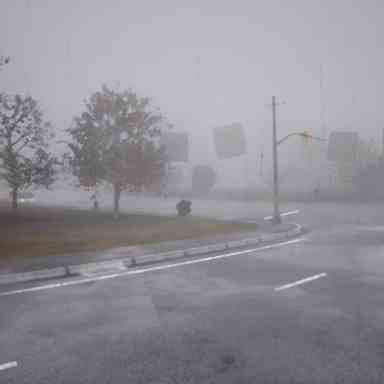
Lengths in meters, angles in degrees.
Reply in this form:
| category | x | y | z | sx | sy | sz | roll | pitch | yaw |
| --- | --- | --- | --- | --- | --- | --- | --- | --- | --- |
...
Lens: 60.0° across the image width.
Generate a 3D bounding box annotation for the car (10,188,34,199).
| category | x | y | z | sx | sy | sz | roll | pitch | yaw |
| --- | --- | --- | --- | --- | --- | --- | --- | --- | --- |
| car | -25.199 | 0.154 | 49.109 | 4.674 | 1.442 | 1.812 | 3 | 4 | 38 |
